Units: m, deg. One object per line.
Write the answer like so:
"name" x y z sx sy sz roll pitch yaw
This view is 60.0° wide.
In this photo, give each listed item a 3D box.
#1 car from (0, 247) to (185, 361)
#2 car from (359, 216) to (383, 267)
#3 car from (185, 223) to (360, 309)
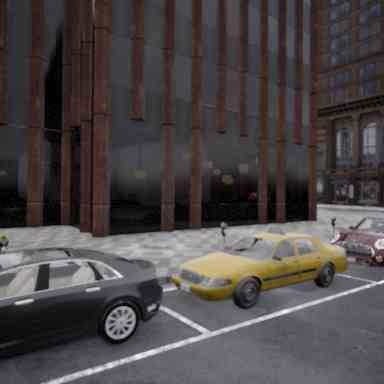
"car" -2.529 1.556 4.844 4.403 1.369 2.008 1 0 -36
"car" 6.464 1.544 11.262 4.097 1.590 1.967 1 0 -36
"car" 1.829 1.580 7.954 4.829 1.417 1.752 1 0 -36
